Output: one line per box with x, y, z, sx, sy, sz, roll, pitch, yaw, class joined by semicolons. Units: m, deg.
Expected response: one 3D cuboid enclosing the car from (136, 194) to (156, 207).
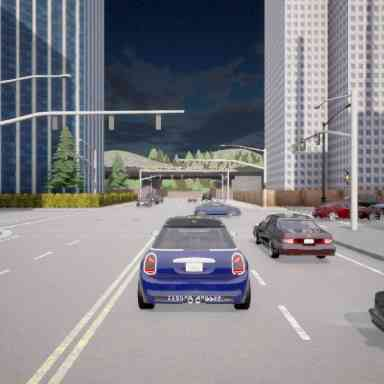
-7.127;1.491;49.781;2.128;1.511;4.902;0;0;0;car

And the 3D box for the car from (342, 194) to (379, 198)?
17.820;1.221;36.622;5.566;2.045;2.150;0;0;0;car

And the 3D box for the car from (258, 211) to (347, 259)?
3.602;1.547;12.641;2.033;1.411;5.357;0;0;1;car

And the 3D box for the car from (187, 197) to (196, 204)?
0.058;1.600;65.408;1.895;1.301;4.718;0;0;0;car

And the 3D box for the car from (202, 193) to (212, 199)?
3.450;1.202;77.733;2.150;2.045;5.566;0;0;0;car

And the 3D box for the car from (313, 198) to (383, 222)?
12.018;1.477;25.924;5.008;1.535;1.882;0;0;0;car

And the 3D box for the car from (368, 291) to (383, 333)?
3.599;1.547;2.573;2.033;1.411;5.357;0;0;0;car

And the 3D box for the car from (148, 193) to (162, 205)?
-7.110;1.221;59.648;2.150;2.045;5.566;0;0;0;car

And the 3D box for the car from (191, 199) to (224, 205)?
2.201;1.564;29.316;4.181;1.385;1.994;0;0;-1;car

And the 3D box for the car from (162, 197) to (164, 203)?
-7.045;1.552;69.514;1.994;1.385;4.181;0;0;0;car

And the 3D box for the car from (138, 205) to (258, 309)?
0.054;1.352;8.012;2.097;1.767;4.553;0;0;0;car
